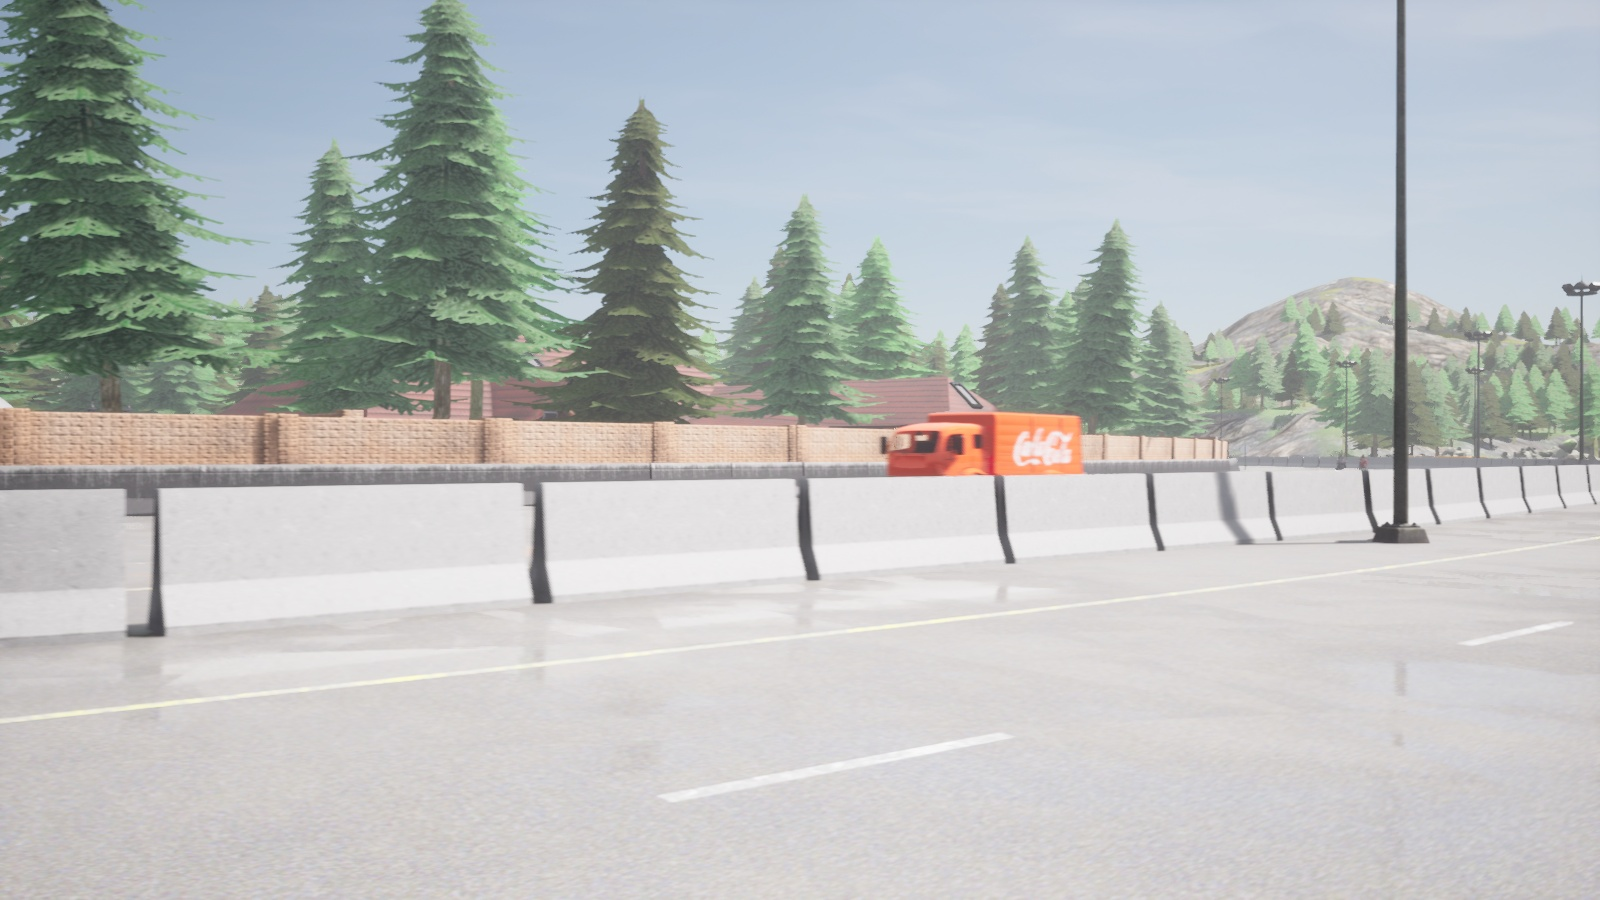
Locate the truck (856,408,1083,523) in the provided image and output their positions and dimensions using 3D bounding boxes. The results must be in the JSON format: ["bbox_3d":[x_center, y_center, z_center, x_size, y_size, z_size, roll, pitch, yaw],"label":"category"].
[{"bbox_3d":[4.089,0.325,29.723,5.204,2.467,2.627,0,0,-43],"label":"truck"}]
